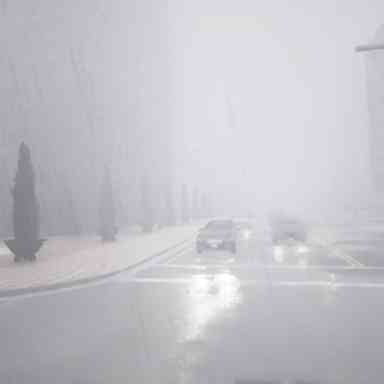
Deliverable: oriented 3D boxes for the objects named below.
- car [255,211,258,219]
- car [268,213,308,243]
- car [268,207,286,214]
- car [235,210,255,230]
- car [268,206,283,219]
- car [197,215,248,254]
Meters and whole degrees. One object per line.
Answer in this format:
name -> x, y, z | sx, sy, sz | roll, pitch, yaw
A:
car -> 9.249, 3.445, 51.487 | 1.994, 1.385, 4.181 | -2, -2, 12
car -> 5.827, 2.235, 20.339 | 2.033, 1.411, 5.357 | -2, -2, 12
car -> 8.928, 2.652, 34.311 | 1.882, 1.535, 5.008 | -2, -2, 12
car -> 4.607, 2.690, 30.989 | 1.812, 1.442, 4.674 | -2, -2, 12
car -> 12.715, 3.116, 50.988 | 2.097, 1.767, 4.553 | -2, -2, 12
car -> 1.491, 2.166, 16.945 | 2.128, 1.511, 4.902 | -2, -2, 12
